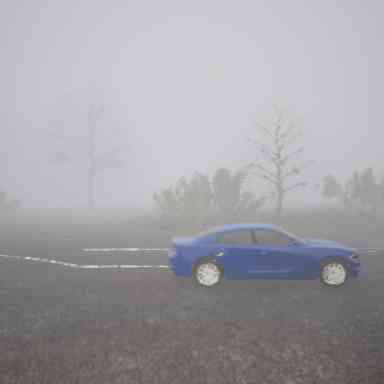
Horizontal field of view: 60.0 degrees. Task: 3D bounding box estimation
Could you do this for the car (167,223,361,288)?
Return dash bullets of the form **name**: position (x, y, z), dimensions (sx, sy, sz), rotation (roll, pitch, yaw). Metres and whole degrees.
- **car**: position (1.848, 1.590, 9.002), dimensions (5.008, 1.535, 1.882), rotation (-1, -1, 2)
